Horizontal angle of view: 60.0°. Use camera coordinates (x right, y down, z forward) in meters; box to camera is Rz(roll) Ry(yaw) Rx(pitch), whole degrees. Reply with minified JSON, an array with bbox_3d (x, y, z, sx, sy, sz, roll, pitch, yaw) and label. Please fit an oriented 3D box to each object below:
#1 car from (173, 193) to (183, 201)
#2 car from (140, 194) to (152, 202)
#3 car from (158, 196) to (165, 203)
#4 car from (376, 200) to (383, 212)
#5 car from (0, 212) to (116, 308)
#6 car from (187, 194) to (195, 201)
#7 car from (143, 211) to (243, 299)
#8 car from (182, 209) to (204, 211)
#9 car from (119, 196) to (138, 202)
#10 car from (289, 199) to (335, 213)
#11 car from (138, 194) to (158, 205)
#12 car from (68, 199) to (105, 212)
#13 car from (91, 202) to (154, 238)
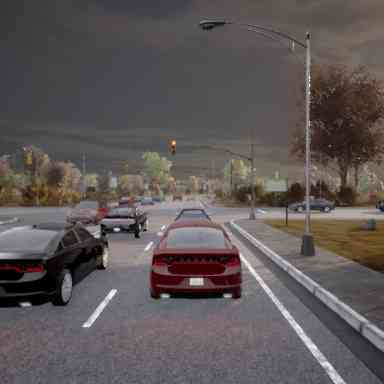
[{"bbox_3d":[-3.761,1.217,85.344,2.150,2.045,5.566,0,0,0],"label":"car"},{"bbox_3d":[-10.742,1.355,78.066,2.097,1.767,4.553,0,0,0],"label":"car"},{"bbox_3d":[-7.220,1.547,68.183,2.033,1.411,5.357,0,0,0],"label":"car"},{"bbox_3d":[23.265,1.212,36.401,5.566,2.045,2.150,0,0,3],"label":"car"},{"bbox_3d":[-3.422,1.478,8.041,1.882,1.535,5.008,0,0,0],"label":"car"},{"bbox_3d":[-0.262,1.348,85.711,2.097,1.767,4.553,0,0,0],"label":"car"},{"bbox_3d":[0.076,1.478,8.518,1.882,1.535,5.008,0,0,0],"label":"car"},{"bbox_3d":[0.049,1.564,17.507,1.994,1.385,4.181,0,0,0],"label":"car"},{"bbox_3d":[-10.753,1.477,54.957,1.882,1.535,5.008,0,0,0],"label":"car"},{"bbox_3d":[13.268,1.505,36.912,4.892,1.490,1.837,0,0,3],"label":"car"},{"bbox_3d":[-7.259,1.525,55.347,1.812,1.442,4.674,0,0,0],"label":"car"},{"bbox_3d":[-7.170,1.352,23.386,2.097,1.767,4.553,0,0,0],"label":"car"},{"bbox_3d":[-3.445,1.491,17.527,2.128,1.511,4.902,0,0,-1],"label":"car"}]
